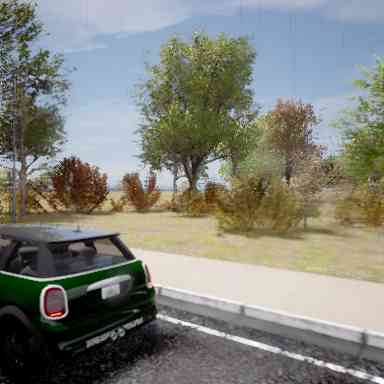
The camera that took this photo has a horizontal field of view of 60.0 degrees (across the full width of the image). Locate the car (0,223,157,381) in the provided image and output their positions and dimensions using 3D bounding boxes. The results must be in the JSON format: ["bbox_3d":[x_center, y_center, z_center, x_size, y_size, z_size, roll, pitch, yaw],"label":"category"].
[{"bbox_3d":[-2.816,1.335,5.684,4.553,1.767,2.097,0,0,35],"label":"car"}]
